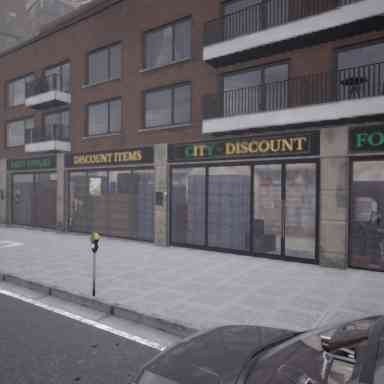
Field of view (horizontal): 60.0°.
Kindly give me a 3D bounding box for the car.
[{"bbox_3d":[1.463,1.551,2.029,4.403,1.369,2.008,0,1,35],"label":"car"}]
